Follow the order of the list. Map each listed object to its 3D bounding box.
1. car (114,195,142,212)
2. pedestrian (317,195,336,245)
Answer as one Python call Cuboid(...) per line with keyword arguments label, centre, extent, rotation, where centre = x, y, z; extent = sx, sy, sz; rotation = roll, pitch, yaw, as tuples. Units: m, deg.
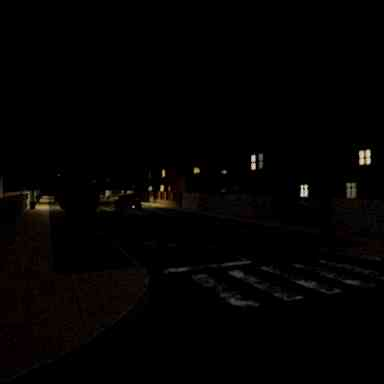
Cuboid(label="car", centre=(-6.185, 1.032, 31.845), extent=(1.837, 1.490, 4.892), rotation=(0, 1, -23))
Cuboid(label="pedestrian", centre=(4.758, 0.938, 11.740), extent=(0.375, 1.860, 0.375), rotation=(1, -1, -23))
